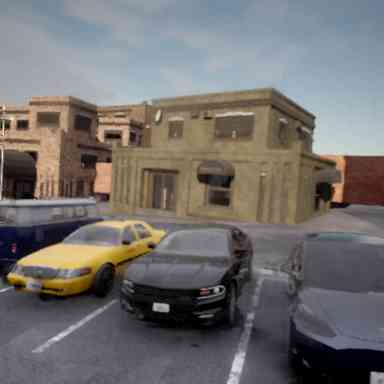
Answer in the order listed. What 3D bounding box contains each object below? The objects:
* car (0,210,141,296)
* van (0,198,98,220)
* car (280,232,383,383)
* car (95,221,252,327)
[{"bbox_3d":[-2.233,1.443,8.818,1.946,1.575,5.366,1,0,15],"label":"car"},{"bbox_3d":[-4.547,1.214,10.812,1.878,1.987,4.442,0,-1,15],"label":"van"},{"bbox_3d":[2.593,1.496,5.566,2.163,1.488,4.792,1,0,16],"label":"car"},{"bbox_3d":[0.215,1.458,7.303,2.097,1.535,5.008,1,0,15],"label":"car"}]
